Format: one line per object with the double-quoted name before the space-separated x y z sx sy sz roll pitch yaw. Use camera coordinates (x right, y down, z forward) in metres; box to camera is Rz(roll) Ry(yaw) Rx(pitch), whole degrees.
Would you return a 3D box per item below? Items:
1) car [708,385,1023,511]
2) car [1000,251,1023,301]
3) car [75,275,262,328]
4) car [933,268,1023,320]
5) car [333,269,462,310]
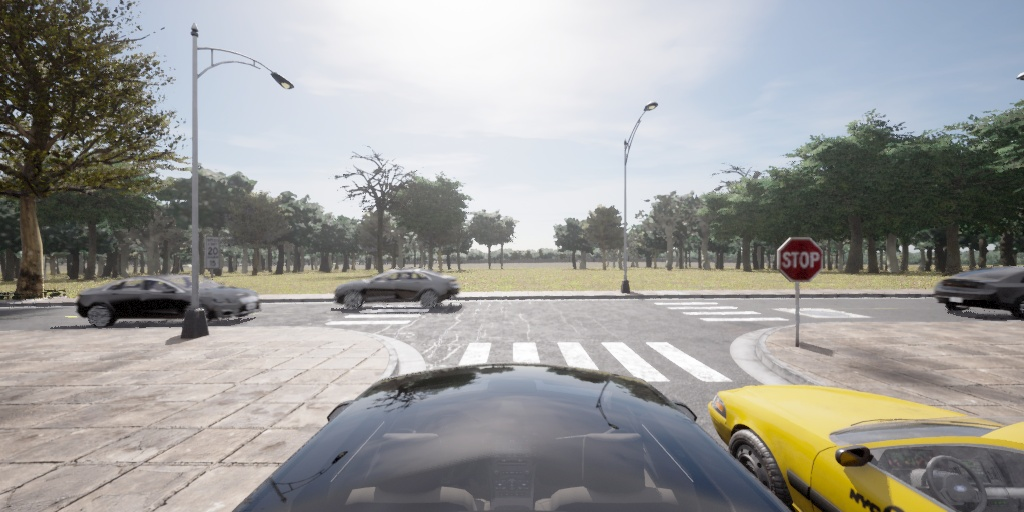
"car" 2.636 1.275 1.347 1.751 1.417 4.829 0 0 0
"car" 23.449 0.800 14.094 5.566 2.045 2.150 0 0 0
"car" -10.745 1.355 11.425 4.902 1.511 2.128 -1 0 0
"car" 16.311 1.109 11.203 4.892 1.490 1.837 0 0 0
"car" -4.489 1.265 14.323 4.902 1.511 2.128 -1 0 0
